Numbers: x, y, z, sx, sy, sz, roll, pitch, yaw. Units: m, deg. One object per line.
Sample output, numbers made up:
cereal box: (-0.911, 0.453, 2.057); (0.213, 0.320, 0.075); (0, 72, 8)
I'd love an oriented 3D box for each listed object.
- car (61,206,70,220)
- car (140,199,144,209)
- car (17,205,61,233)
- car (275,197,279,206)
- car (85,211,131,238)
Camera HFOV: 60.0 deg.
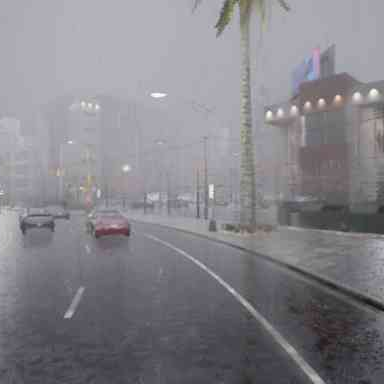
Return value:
car: (-12.965, 1.921, 30.950); (1.994, 1.385, 4.181); (0, -1, -40)
car: (-7.899, 1.815, 52.649); (2.185, 1.767, 4.553); (0, -1, -44)
car: (-10.159, 1.746, 21.691); (2.128, 1.511, 4.902); (0, -1, -29)
car: (11.966, 1.874, 48.593); (2.002, 1.452, 4.674); (0, -1, -44)
car: (-4.967, 1.778, 19.337); (1.994, 1.385, 4.181); (0, -1, -25)
